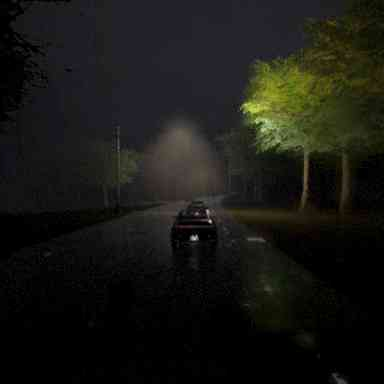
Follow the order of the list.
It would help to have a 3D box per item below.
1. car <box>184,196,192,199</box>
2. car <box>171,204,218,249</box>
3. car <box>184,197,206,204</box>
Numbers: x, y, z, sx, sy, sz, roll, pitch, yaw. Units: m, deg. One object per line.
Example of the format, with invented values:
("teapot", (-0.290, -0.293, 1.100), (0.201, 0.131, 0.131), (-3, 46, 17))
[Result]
("car", (-0.623, 1.564, 71.958), (2.033, 1.411, 5.357), (0, 0, 5))
("car", (0.123, 1.490, 14.603), (2.128, 1.511, 4.902), (0, 0, 1))
("car", (0.494, 1.510, 29.571), (1.837, 1.490, 4.892), (0, 0, 2))
